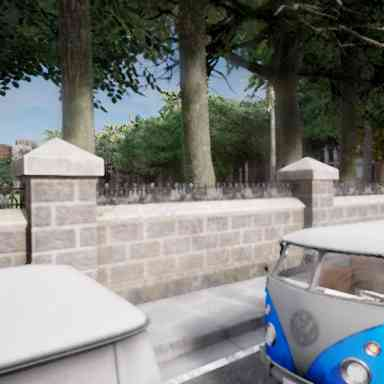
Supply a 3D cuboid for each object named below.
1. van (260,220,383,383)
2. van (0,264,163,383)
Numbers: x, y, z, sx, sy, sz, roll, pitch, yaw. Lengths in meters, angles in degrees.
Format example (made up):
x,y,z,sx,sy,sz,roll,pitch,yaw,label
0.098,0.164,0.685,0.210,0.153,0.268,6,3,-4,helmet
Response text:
x,y,z,sx,sy,sz,roll,pitch,yaw,label
2.655,1.279,4.288,3.998,1.788,1.690,-1,0,-35,van
-1.962,1.356,1.019,3.998,1.788,1.690,-1,0,-35,van
